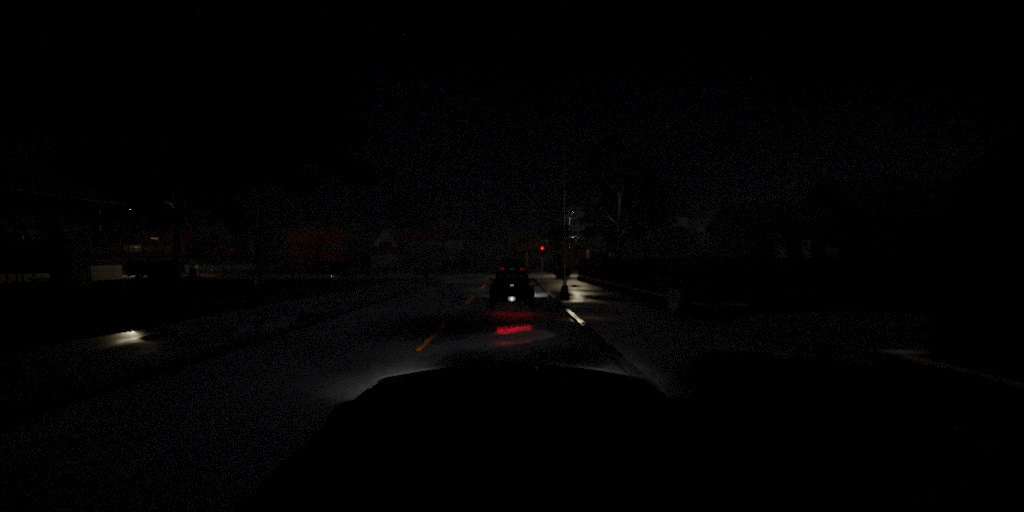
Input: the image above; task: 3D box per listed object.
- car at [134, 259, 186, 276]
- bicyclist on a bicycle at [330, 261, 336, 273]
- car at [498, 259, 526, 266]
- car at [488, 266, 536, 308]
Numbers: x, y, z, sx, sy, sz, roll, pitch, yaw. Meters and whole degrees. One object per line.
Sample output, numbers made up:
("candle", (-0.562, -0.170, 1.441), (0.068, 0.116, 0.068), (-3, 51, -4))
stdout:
("car", (-43.526, 1.359, 44.116), (5.566, 2.045, 2.150), (0, -1, 0))
("bicyclist on a bicycle", (-24.182, 1.532, 48.443), (0.582, 1.620, 1.656), (0, 0, 0))
("car", (-0.008, 1.237, 30.843), (2.150, 2.045, 5.566), (0, 0, 0))
("car", (-0.001, 1.391, 16.147), (1.837, 1.490, 4.892), (0, 0, 0))
